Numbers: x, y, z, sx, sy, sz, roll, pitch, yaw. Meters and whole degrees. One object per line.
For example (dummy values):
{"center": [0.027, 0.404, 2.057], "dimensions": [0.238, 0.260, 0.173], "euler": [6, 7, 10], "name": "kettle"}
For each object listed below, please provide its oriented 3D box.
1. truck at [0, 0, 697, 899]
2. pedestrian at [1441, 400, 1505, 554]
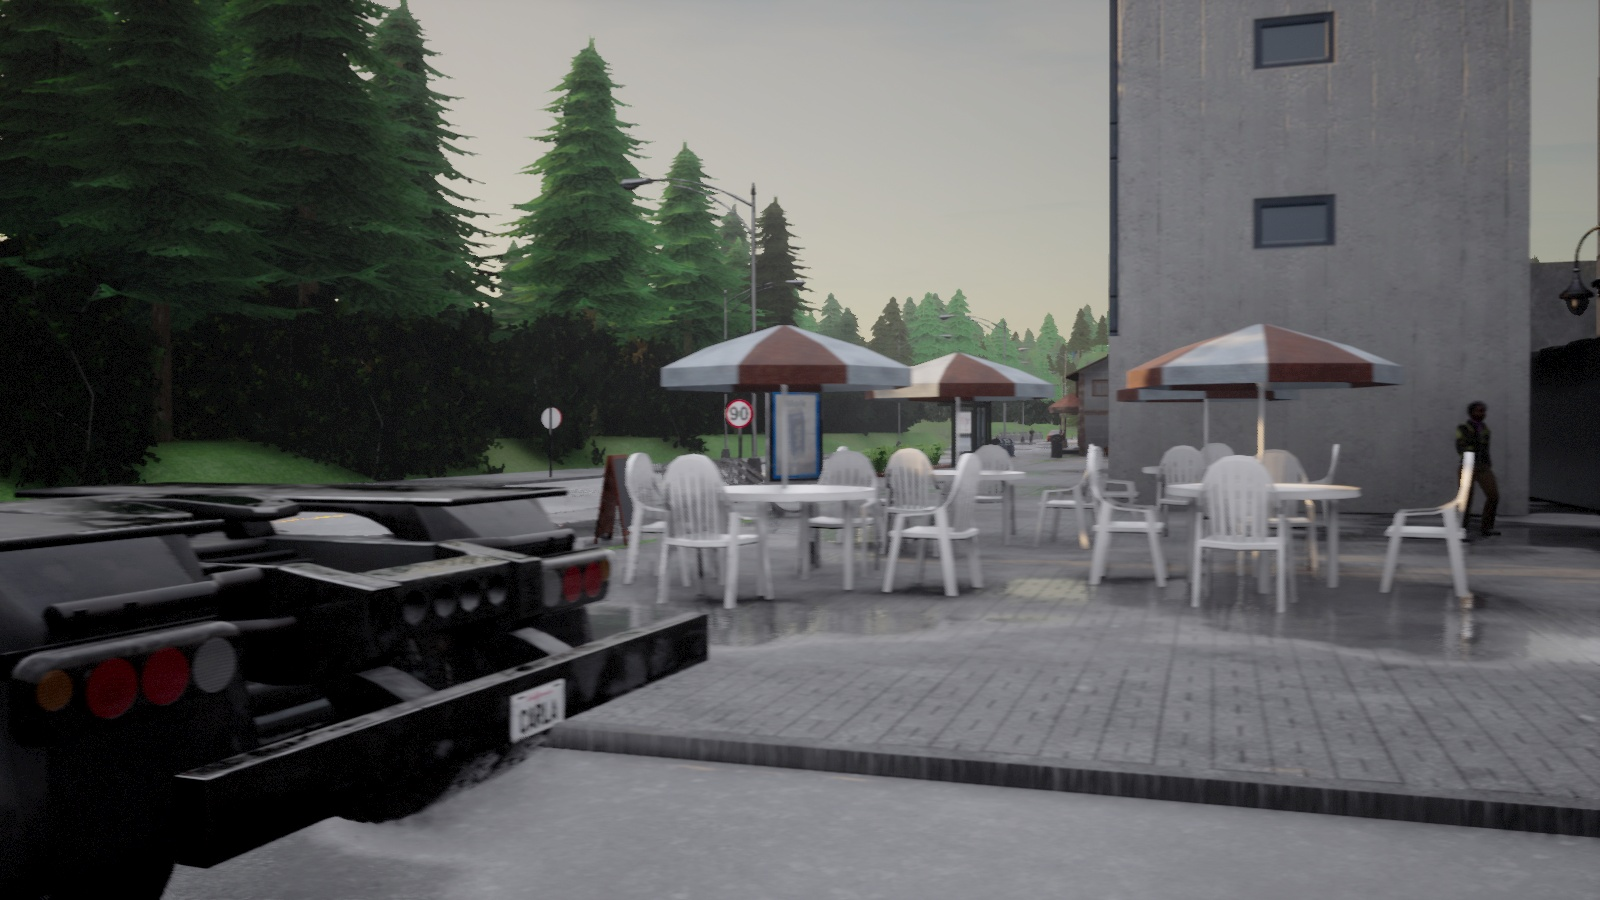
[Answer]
{"center": [-4.659, -0.258, 5.382], "dimensions": [7.936, 3.462, 2.891], "euler": [1, 1, 21], "name": "truck"}
{"center": [8.585, 0.333, 16.040], "dimensions": [0.395, 1.930, 0.692], "euler": [0, 1, -4], "name": "pedestrian"}
